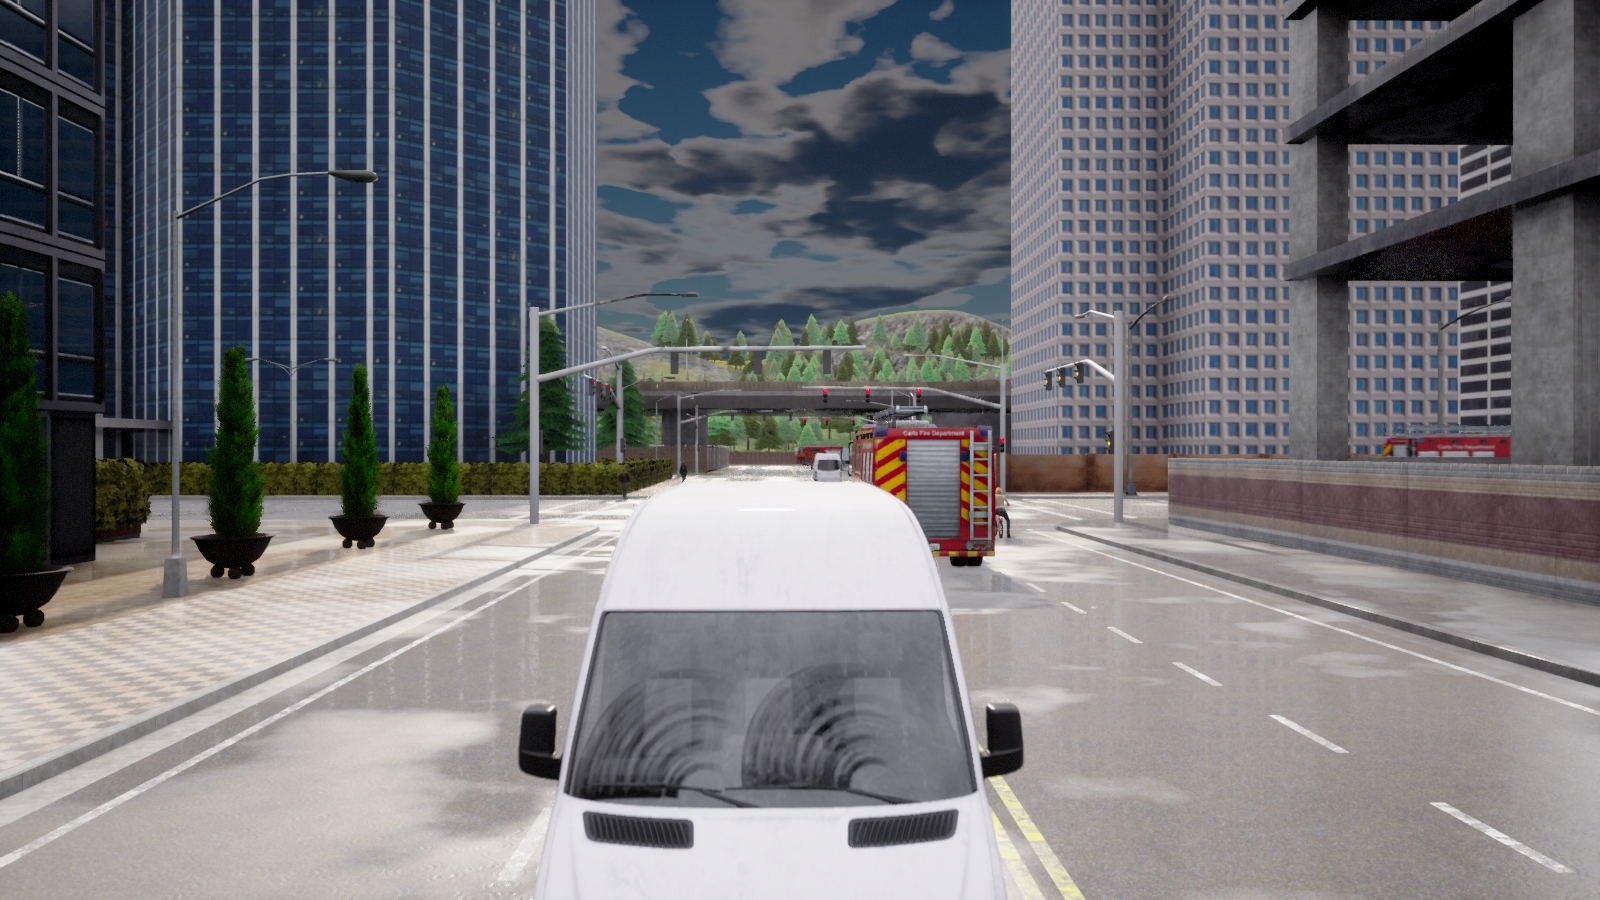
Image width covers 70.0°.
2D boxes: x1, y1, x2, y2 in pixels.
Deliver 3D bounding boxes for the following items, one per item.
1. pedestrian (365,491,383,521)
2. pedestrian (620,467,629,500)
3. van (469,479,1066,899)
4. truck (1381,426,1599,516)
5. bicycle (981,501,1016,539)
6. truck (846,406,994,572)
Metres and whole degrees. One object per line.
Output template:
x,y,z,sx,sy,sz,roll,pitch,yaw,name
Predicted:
-15.758,2.076,42.276,0.500,1.100,0.500,0,0,-3,pedestrian
-9.718,1.849,63.315,0.375,1.860,0.375,0,0,5,pedestrian
-0.157,1.534,6.765,1.988,2.561,5.915,0,0,-1,van
30.474,0.891,50.140,8.468,3.827,2.891,0,0,-1,truck
6.346,2.233,36.588,0.859,1.126,1.487,0,0,-1,bicycle
2.932,0.891,30.480,2.891,3.827,8.468,0,0,-1,truck
